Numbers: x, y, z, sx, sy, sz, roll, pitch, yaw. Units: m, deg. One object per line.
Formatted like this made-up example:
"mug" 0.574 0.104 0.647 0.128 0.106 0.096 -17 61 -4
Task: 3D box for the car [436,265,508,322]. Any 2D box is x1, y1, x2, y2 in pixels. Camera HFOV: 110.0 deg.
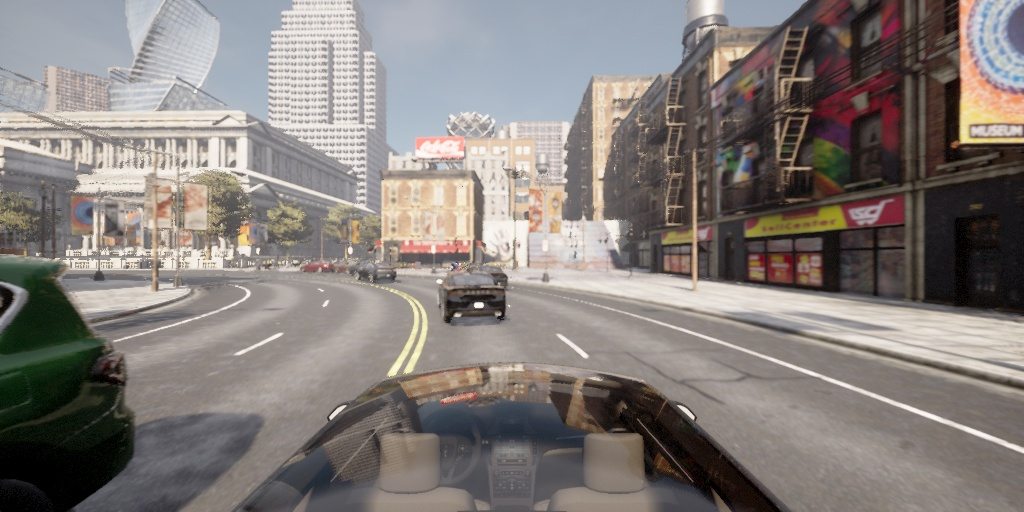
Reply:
"car" -1.550 1.244 12.533 1.882 1.535 5.008 0 0 -14

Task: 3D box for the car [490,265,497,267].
"car" -1.902 1.287 22.203 1.837 1.490 4.892 1 0 -27

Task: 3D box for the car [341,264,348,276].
"car" -15.244 1.332 36.924 4.674 1.442 1.812 0 0 36

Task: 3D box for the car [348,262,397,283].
"car" -10.988 1.285 28.797 2.128 1.511 4.902 0 0 -43

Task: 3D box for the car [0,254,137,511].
"car" -3.685 0.971 0.109 2.150 2.045 5.566 0 0 0
